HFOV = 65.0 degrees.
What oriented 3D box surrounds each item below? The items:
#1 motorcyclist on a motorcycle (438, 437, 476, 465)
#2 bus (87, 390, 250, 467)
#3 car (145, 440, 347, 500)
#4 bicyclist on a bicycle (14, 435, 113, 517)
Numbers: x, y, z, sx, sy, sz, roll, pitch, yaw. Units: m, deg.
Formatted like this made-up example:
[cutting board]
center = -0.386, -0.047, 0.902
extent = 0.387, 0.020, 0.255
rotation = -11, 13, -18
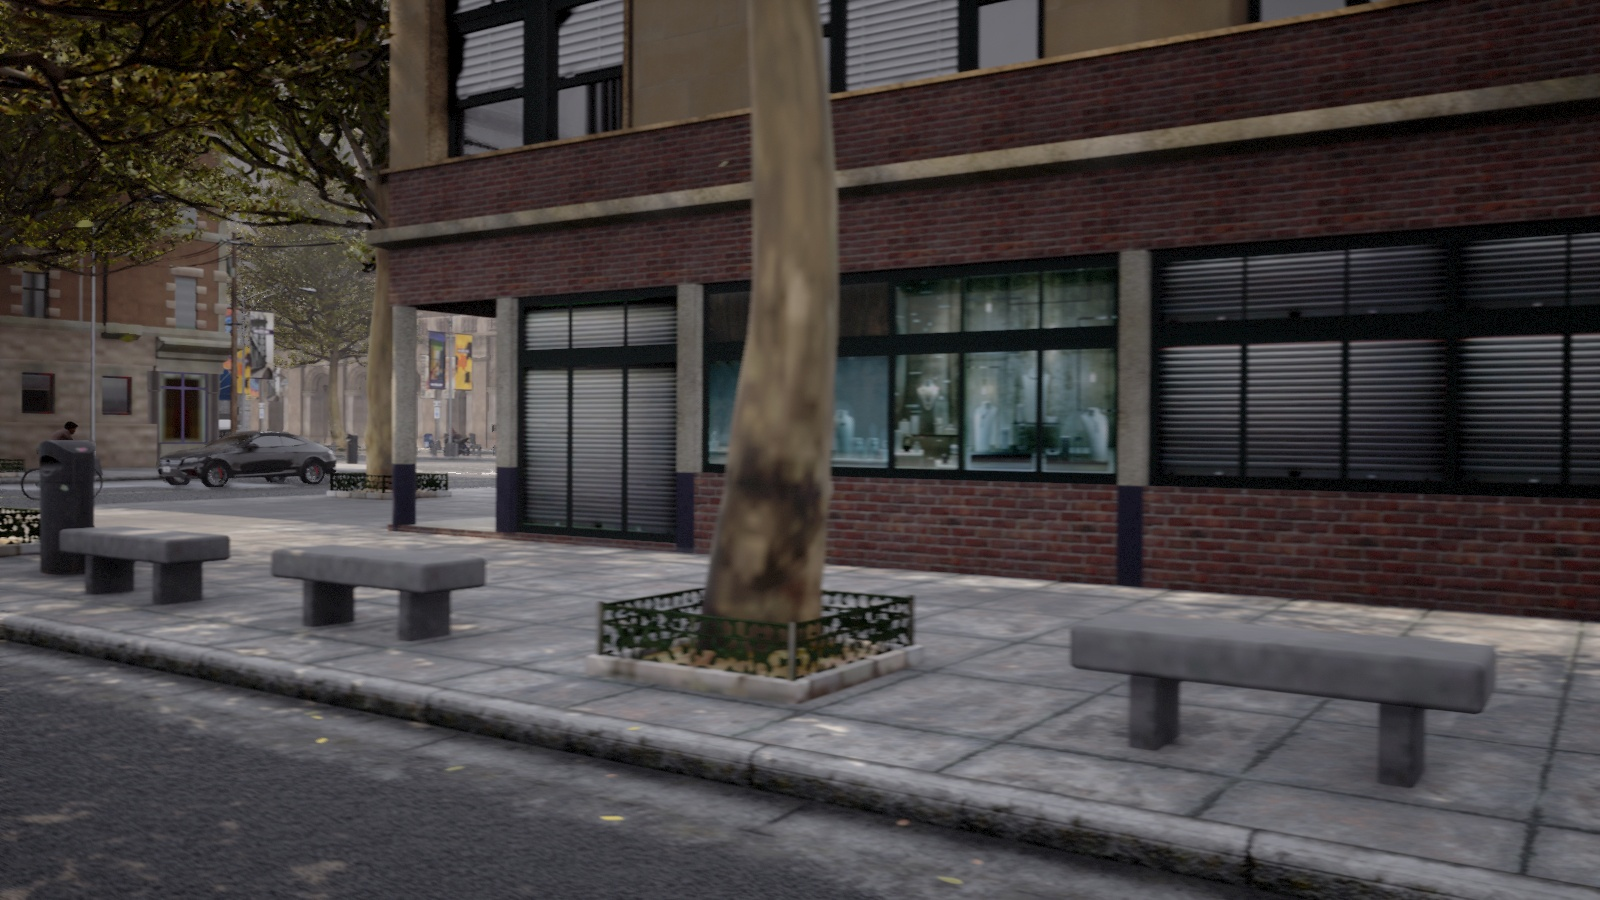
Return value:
[motorcyclist on a motorcycle]
center = -19.598, 0.054, 71.793
extent = 2.191, 1.530, 0.866
rotation = 0, 1, 34
[bus]
center = -37.258, -1.200, 73.904
extent = 10.273, 4.253, 3.944
rotation = 0, 1, 34
[car]
center = -14.607, 0.483, 33.375
extent = 1.812, 1.442, 4.674
rotation = 0, 1, 33
[bicyclist on a bicycle]
center = -15.202, 0.511, 25.953
extent = 0.582, 1.620, 1.656
rotation = 0, 1, 33
